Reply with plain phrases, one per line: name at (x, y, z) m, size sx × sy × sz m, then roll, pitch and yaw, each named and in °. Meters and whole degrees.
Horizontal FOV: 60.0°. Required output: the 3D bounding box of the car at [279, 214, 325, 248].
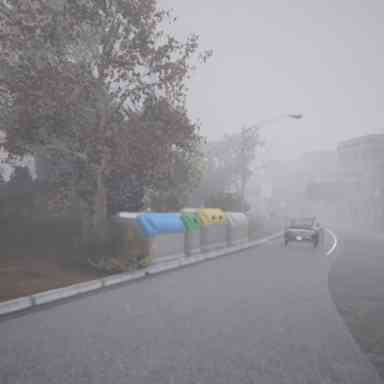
car at (6.794, 2.368, 19.966) m, size 2.128 × 1.511 × 4.902 m, roll 1°, pitch -2°, yaw 26°

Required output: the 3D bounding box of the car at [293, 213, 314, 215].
car at (12.027, 3.022, 34.713) m, size 2.128 × 1.511 × 4.902 m, roll 1°, pitch -2°, yaw 14°

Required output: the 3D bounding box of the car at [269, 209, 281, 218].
car at (14.047, 3.537, 54.591) m, size 1.994 × 1.385 × 4.181 m, roll 0°, pitch 0°, yaw -5°

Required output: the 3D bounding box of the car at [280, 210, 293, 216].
car at (13.782, 3.474, 45.666) m, size 1.895 × 1.301 × 4.718 m, roll 0°, pitch -1°, yaw 5°
